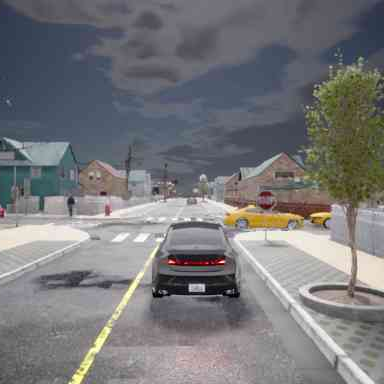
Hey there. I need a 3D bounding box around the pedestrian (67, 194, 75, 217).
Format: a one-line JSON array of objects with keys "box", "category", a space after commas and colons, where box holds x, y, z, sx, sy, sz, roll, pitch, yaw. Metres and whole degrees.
[{"box": [-9.687, 1.047, 26.608, 0.375, 1.860, 0.375, 0, -2, 0], "category": "pedestrian"}]

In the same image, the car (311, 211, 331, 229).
[{"box": [10.973, 1.799, 23.710, 5.008, 1.535, 1.882, 1, -1, -1], "category": "car"}]

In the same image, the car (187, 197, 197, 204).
[{"box": [-0.052, 1.724, 68.234, 1.994, 1.385, 4.181, 0, 0, 0], "category": "car"}]

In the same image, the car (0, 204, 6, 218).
[{"box": [-14.747, 0.915, 20.737, 5.566, 2.045, 2.150, 1, -1, 0], "category": "car"}]

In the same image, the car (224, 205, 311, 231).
[{"box": [4.441, 1.603, 20.770, 5.008, 1.535, 1.882, 1, -1, 0], "category": "car"}]

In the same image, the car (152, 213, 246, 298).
[{"box": [0.081, 1.510, 8.513, 1.837, 1.490, 4.892, 0, 0, 0], "category": "car"}]
